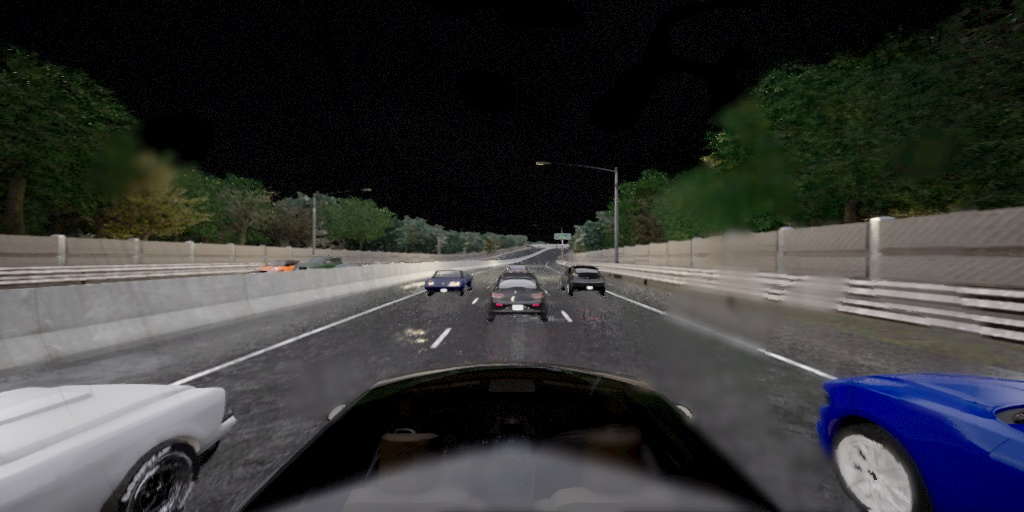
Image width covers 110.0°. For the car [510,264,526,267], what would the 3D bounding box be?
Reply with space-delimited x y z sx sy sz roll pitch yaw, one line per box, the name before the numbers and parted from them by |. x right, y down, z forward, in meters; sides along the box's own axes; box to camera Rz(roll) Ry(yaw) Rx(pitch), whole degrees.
car | 0.510 1.369 31.036 2.033 1.411 5.357 0 0 2

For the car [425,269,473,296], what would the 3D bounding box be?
car | -3.235 1.369 19.421 1.895 1.301 4.718 0 0 1

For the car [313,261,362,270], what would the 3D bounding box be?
car | -13.723 1.349 29.742 2.033 1.411 5.357 0 0 2

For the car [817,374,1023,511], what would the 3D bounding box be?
car | 3.609 1.230 1.066 1.882 1.535 5.008 0 0 0

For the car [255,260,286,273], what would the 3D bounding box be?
car | -20.652 1.159 32.128 2.097 1.767 4.553 0 0 2

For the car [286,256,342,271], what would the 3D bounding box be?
car | -17.158 1.032 32.151 2.150 2.045 5.566 0 0 2

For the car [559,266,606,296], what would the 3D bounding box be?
car | 3.772 1.280 19.633 1.837 1.490 4.892 0 0 1

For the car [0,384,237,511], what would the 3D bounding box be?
car | -3.394 1.349 1.032 1.895 1.301 4.718 0 0 0

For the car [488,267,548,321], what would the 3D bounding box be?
car | 0.186 1.279 12.349 1.812 1.442 4.674 0 0 1
